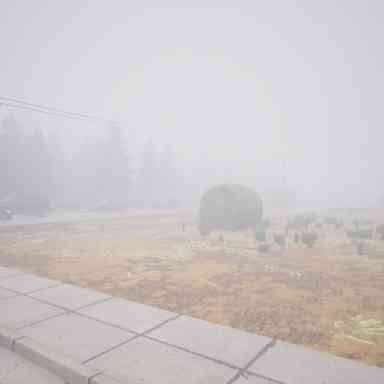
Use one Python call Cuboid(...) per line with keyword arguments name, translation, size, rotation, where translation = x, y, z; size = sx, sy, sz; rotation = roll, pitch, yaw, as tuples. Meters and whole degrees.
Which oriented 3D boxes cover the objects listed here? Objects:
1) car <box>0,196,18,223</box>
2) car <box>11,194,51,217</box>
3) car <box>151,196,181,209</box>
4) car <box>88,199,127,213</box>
Cuboid(name="car", translation=(-15.358, 1.379, 23.546), size=(2.097, 1.767, 4.553), rotation=(0, 0, 36))
Cuboid(name="car", translation=(-15.476, 1.248, 29.693), size=(2.150, 2.045, 5.566), rotation=(0, 0, 36))
Cuboid(name="car", translation=(-3.559, 1.379, 45.816), size=(2.097, 1.767, 4.553), rotation=(0, 0, 37))
Cuboid(name="car", translation=(-9.526, 1.552, 37.740), size=(1.812, 1.442, 4.674), rotation=(0, 0, 37))
